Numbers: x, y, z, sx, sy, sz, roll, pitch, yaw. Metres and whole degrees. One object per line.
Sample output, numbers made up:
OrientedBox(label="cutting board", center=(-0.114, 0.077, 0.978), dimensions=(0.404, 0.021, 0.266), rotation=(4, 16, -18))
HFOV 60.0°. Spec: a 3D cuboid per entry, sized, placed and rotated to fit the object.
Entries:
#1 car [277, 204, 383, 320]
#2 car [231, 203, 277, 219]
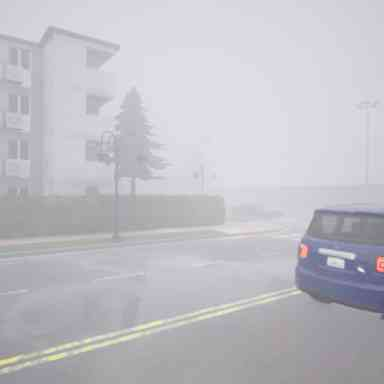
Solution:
OrientedBox(label="car", center=(4.558, 1.277, 7.037), dimensions=(5.566, 2.045, 2.150), rotation=(1, 0, -35))
OrientedBox(label="car", center=(5.977, 1.694, 31.075), dimensions=(2.033, 1.411, 5.357), rotation=(1, 0, -36))
